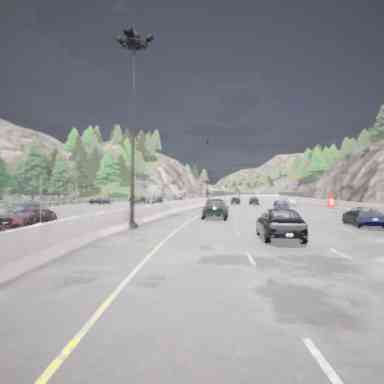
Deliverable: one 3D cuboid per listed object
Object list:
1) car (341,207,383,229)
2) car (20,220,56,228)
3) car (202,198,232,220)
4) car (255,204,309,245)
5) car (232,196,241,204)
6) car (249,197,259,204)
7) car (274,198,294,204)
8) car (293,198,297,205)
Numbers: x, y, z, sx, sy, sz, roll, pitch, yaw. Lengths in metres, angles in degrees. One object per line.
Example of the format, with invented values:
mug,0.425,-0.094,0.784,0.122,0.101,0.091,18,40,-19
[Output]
car,11.967,1.726,23.214,1.994,1.385,4.181,1,0,7
car,-9.680,1.443,19.576,1.994,1.385,4.181,1,0,5
car,2.146,1.387,29.055,2.097,1.767,4.553,1,0,9
car,4.199,1.551,16.031,2.128,1.511,4.902,1,0,5
car,8.602,1.632,65.377,1.837,1.490,4.892,1,0,10
car,12.022,1.678,64.634,1.837,1.490,4.892,1,0,10
car,10.604,1.695,39.766,2.033,1.411,5.357,1,0,13
car,18.925,1.788,63.517,1.812,1.442,4.674,1,0,10
